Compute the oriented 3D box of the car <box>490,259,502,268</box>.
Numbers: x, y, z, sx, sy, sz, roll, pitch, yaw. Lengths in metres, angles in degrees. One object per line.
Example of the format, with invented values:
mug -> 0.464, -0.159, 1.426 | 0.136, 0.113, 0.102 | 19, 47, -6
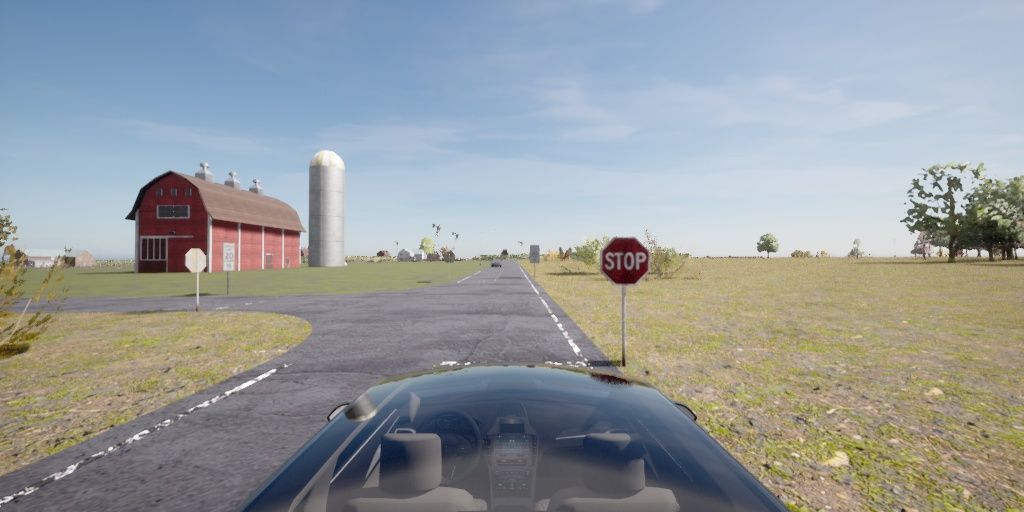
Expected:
car -> -2.728, 1.281, 62.856 | 1.882, 1.535, 5.008 | 0, 0, 0
